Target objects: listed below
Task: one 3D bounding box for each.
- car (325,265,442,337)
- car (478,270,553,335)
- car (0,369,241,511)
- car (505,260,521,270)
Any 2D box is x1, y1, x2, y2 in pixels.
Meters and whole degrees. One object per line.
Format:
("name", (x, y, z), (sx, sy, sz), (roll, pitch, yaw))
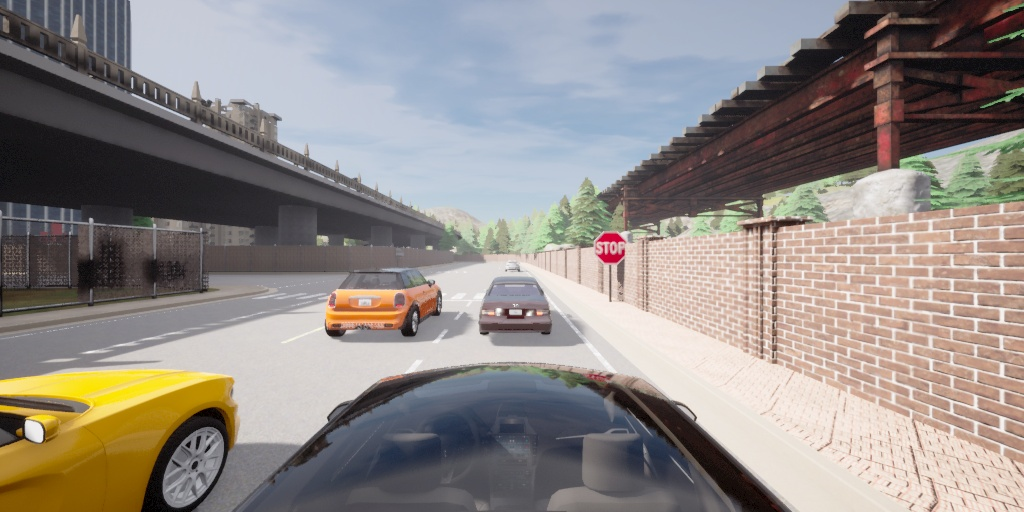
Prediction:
("car", (-3.423, 1.102, 10.463), (2.097, 1.767, 4.553), (0, 0, 0))
("car", (0.078, 1.297, 10.485), (2.033, 1.411, 5.357), (0, 0, 0))
("car", (-3.398, 1.228, 1.205), (1.882, 1.535, 5.008), (0, 0, 0))
("car", (0.067, 1.276, 46.348), (1.812, 1.442, 4.674), (0, 0, -1))
